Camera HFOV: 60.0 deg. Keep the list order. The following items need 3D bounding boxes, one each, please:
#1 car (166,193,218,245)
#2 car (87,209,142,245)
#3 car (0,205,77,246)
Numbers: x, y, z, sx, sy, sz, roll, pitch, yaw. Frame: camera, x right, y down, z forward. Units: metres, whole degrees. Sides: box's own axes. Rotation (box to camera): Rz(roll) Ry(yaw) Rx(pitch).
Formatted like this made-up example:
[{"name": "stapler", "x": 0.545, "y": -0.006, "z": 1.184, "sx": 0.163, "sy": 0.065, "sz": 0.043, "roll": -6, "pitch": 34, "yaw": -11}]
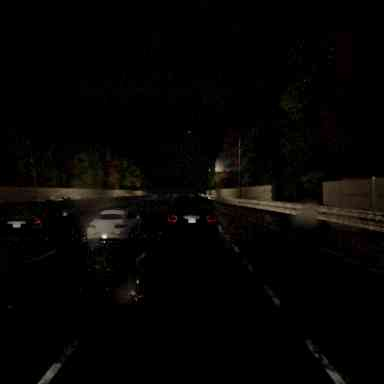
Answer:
[{"name": "car", "x": -0.004, "y": 1.236, "z": 15.846, "sx": 2.150, "sy": 2.045, "sz": 5.566, "roll": 0, "pitch": 0, "yaw": 0}, {"name": "car", "x": -3.505, "y": 1.539, "z": 15.619, "sx": 1.812, "sy": 1.442, "sz": 4.674, "roll": 0, "pitch": 0, "yaw": 0}, {"name": "car", "x": -7.005, "y": 1.365, "z": 15.430, "sx": 2.097, "sy": 1.767, "sz": 4.553, "roll": 0, "pitch": 0, "yaw": 0}]
